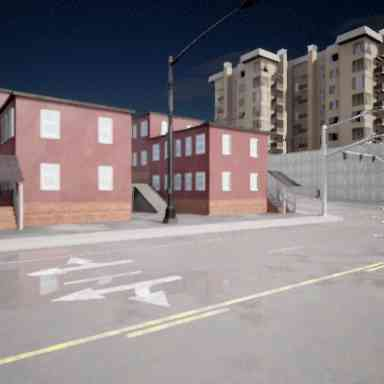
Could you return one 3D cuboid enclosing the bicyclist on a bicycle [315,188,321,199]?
[{"bbox_3d":[19.399,0.255,51.175,1.656,1.620,0.582,0,6,-35],"label":"bicyclist on a bicycle"}]
